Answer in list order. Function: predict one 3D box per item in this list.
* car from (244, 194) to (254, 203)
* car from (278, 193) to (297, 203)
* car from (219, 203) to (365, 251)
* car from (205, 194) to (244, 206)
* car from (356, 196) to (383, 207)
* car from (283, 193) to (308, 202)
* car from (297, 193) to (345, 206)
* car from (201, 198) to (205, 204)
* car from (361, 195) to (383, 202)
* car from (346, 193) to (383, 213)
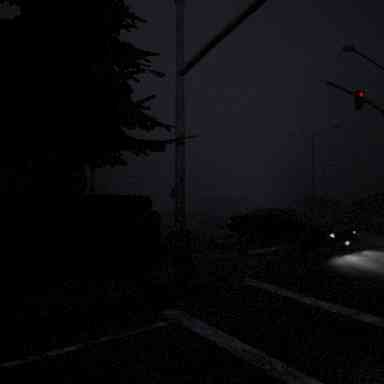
[{"bbox_3d":[8.222,1.153,57.087,2.152,1.636,5.027,0,0,-36],"label":"car"},{"bbox_3d":[18.596,1.076,64.575,1.905,1.878,3.866,0,0,-36],"label":"car"},{"bbox_3d":[3.732,1.356,13.502,2.033,1.411,5.357,0,0,-36],"label":"car"},{"bbox_3d":[4.363,1.298,45.210,2.007,1.523,4.514,0,0,-36],"label":"car"},{"bbox_3d":[26.367,1.298,47.868,2.007,1.523,4.514,0,0,-36],"label":"car"},{"bbox_3d":[20.711,1.097,66.610,1.932,1.855,4.605,0,0,-36],"label":"car"},{"bbox_3d":[15.850,1.097,41.155,1.932,1.855,4.605,0,0,-36],"label":"car"},{"bbox_3d":[3.208,1.232,53.069,1.970,1.475,3.806,0,0,-36],"label":"car"},{"bbox_3d":[37.787,1.384,69.613,1.970,1.475,3.806,0,0,-36],"label":"car"},{"bbox_3d":[17.790,1.077,32.851,1.905,1.878,3.866,0,0,-36],"label":"car"}]
